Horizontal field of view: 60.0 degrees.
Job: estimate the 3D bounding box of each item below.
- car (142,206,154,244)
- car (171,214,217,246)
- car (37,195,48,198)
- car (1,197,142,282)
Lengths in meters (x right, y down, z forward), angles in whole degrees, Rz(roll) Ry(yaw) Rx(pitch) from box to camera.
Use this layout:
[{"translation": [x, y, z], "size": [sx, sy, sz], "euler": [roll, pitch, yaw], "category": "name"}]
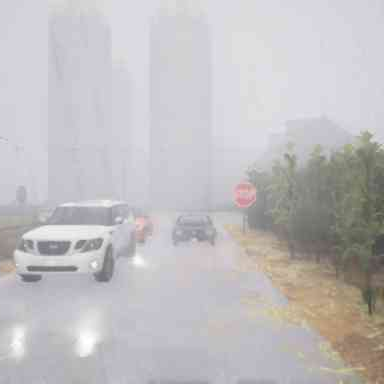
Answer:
[{"translation": [-3.113, 1.463, 16.191], "size": [2.097, 1.767, 4.553], "euler": [0, 0, 0], "category": "car"}, {"translation": [0.087, 1.680, 15.704], "size": [1.895, 1.301, 4.718], "euler": [0, 0, 0], "category": "car"}, {"translation": [-37.310, 1.624, 83.487], "size": [3.866, 1.878, 1.905], "euler": [0, 0, 0], "category": "car"}, {"translation": [-3.172, 1.285, 10.333], "size": [2.150, 2.045, 5.566], "euler": [0, -1, 1], "category": "car"}]
